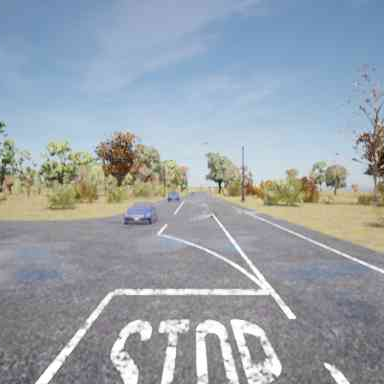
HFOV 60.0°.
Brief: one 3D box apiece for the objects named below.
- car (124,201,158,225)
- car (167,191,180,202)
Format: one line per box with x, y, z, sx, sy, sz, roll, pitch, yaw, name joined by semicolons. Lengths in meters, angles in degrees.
-3.398;1.387;22.839;1.812;1.442;4.674;0;0;0;car
-3.310;0.812;60.590;2.150;2.045;5.566;0;0;0;car
